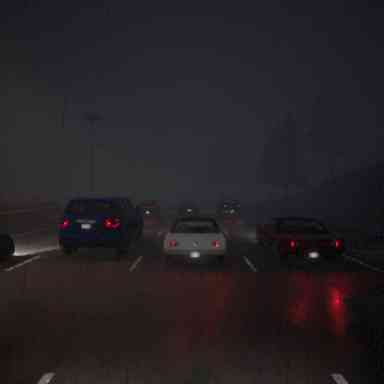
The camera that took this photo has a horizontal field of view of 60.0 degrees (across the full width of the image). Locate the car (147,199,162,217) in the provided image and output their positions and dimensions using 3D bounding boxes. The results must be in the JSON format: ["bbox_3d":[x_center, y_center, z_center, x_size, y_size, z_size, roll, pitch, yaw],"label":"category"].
[{"bbox_3d":[-3.807,1.394,29.846,1.837,1.490,4.892,0,1,-3],"label":"car"}]

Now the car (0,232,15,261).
[{"bbox_3d":[-6.905,1.528,9.397,1.994,1.385,4.181,0,0,0],"label":"car"}]

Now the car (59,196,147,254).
[{"bbox_3d":[-3.378,1.172,13.324,2.150,2.045,5.566,0,0,0],"label":"car"}]

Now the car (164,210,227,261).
[{"bbox_3d":[0.112,1.555,12.051,1.895,1.301,4.718,0,0,0],"label":"car"}]

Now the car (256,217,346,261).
[{"bbox_3d":[3.613,1.555,12.042,1.895,1.301,4.718,0,0,0],"label":"car"}]

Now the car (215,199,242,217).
[{"bbox_3d":[3.197,1.379,29.967,2.128,1.511,4.902,0,0,-3],"label":"car"}]

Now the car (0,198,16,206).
[{"bbox_3d":[-22.512,1.416,39.473,1.994,1.385,4.181,0,0,-8],"label":"car"}]

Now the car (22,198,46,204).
[{"bbox_3d":[-19.118,1.412,40.457,1.994,1.385,4.181,0,0,-8],"label":"car"}]

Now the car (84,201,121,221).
[{"bbox_3d":[-7.145,1.499,27.065,1.895,1.301,4.718,0,0,-2],"label":"car"}]

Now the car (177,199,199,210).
[{"bbox_3d":[-0.392,1.407,31.263,1.812,1.442,4.674,0,0,-4],"label":"car"}]
